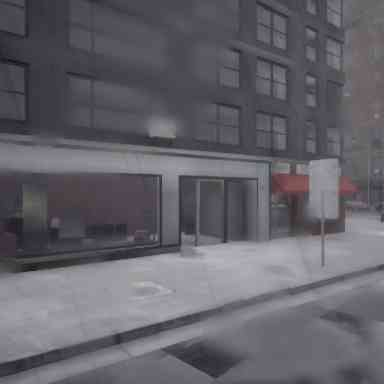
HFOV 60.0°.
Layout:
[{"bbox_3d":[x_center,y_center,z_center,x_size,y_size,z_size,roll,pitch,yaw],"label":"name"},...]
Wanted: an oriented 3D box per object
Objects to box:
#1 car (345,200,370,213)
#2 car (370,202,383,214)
[{"bbox_3d":[17.740,1.589,37.302,1.802,1.307,4.206,0,0,-35],"label":"car"},{"bbox_3d":[20.918,1.327,32.784,2.192,1.841,5.009,0,0,-35],"label":"car"}]
